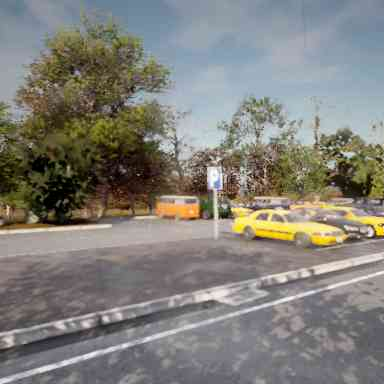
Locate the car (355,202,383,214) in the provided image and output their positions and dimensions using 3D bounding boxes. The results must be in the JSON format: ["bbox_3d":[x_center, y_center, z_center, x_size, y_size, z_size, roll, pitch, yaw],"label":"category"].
[{"bbox_3d":[25.939,2.175,46.835,2.097,1.535,5.008,1,-1,-35],"label":"car"}]

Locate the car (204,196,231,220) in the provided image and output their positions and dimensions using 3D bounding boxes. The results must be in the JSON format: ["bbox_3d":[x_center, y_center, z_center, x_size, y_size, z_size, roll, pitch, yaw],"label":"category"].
[{"bbox_3d":[1.125,1.328,29.172,2.435,2.045,5.566,1,-1,-35],"label":"car"}]

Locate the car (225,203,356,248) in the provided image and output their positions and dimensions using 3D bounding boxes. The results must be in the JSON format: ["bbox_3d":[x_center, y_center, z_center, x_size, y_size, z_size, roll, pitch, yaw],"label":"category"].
[{"bbox_3d":[4.146,1.503,15.000,1.946,1.575,5.366,1,-1,-35],"label":"car"}]

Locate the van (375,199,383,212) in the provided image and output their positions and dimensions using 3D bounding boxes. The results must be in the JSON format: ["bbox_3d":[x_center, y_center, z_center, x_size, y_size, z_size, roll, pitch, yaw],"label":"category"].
[{"bbox_3d":[30.374,2.120,50.133,1.878,1.987,4.442,3,-1,-35],"label":"van"}]

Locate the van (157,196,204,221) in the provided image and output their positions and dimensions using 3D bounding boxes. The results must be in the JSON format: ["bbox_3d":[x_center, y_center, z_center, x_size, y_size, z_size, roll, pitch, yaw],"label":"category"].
[{"bbox_3d":[-1.282,1.313,27.566,1.878,1.987,4.442,1,-1,-35],"label":"van"}]

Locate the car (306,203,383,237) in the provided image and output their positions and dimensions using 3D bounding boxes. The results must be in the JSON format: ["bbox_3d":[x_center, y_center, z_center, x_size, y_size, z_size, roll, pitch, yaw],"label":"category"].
[{"bbox_3d":[8.546,1.576,18.373,2.097,1.535,5.008,1,-1,-35],"label":"car"}]

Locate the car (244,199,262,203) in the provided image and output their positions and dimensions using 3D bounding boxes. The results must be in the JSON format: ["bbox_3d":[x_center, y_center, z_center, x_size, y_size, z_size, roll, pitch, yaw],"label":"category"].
[{"bbox_3d":[3.500,1.625,30.603,1.946,1.575,5.366,1,-1,-35],"label":"car"}]

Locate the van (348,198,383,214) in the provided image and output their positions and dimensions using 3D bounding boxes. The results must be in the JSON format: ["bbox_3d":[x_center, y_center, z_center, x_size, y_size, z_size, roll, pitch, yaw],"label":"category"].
[{"bbox_3d":[23.758,1.894,45.130,1.878,1.987,4.442,1,-1,-35],"label":"van"}]

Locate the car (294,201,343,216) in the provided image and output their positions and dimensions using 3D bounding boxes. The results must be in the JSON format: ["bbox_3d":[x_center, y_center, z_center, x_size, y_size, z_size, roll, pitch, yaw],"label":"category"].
[{"bbox_3d":[14.669,1.900,38.788,2.097,1.535,5.008,1,-1,-35],"label":"car"}]

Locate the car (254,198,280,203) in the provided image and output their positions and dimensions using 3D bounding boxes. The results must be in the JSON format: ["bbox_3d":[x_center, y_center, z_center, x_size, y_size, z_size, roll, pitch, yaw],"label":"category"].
[{"bbox_3d":[5.649,1.682,32.355,2.231,1.521,4.892,1,-1,-35],"label":"car"}]

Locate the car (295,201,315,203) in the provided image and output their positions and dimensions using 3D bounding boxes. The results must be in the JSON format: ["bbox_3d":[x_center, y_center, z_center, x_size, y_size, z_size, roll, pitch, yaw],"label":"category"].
[{"bbox_3d":[10.176,1.665,35.552,2.185,1.767,4.553,1,-1,-35],"label":"car"}]

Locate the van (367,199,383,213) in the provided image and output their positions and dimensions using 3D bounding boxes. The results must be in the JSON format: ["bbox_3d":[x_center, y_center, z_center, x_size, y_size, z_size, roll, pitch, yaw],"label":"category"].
[{"bbox_3d":[28.147,2.016,48.260,1.878,1.987,4.442,2,-1,-35],"label":"van"}]

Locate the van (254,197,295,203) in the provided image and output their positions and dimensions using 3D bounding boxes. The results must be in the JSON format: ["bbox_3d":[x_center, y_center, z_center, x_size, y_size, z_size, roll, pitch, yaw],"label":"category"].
[{"bbox_3d":[7.836,1.510,34.066,1.878,1.987,4.442,1,-1,-35],"label":"van"}]

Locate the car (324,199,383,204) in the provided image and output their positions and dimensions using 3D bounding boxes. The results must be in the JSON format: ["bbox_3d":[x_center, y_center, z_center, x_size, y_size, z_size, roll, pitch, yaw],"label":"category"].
[{"bbox_3d":[10.795,1.499,20.006,2.185,1.767,4.553,1,-1,-35],"label":"car"}]

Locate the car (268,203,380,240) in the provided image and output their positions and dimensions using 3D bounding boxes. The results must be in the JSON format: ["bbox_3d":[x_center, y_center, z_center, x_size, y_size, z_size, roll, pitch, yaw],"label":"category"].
[{"bbox_3d":[6.290,1.538,16.763,2.231,1.521,4.892,1,-1,-35],"label":"car"}]

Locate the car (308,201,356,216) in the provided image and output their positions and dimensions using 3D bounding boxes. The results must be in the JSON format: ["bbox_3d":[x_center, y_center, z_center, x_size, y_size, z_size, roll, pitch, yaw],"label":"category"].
[{"bbox_3d":[16.925,1.956,40.395,2.231,1.521,4.892,1,-1,-35],"label":"car"}]
